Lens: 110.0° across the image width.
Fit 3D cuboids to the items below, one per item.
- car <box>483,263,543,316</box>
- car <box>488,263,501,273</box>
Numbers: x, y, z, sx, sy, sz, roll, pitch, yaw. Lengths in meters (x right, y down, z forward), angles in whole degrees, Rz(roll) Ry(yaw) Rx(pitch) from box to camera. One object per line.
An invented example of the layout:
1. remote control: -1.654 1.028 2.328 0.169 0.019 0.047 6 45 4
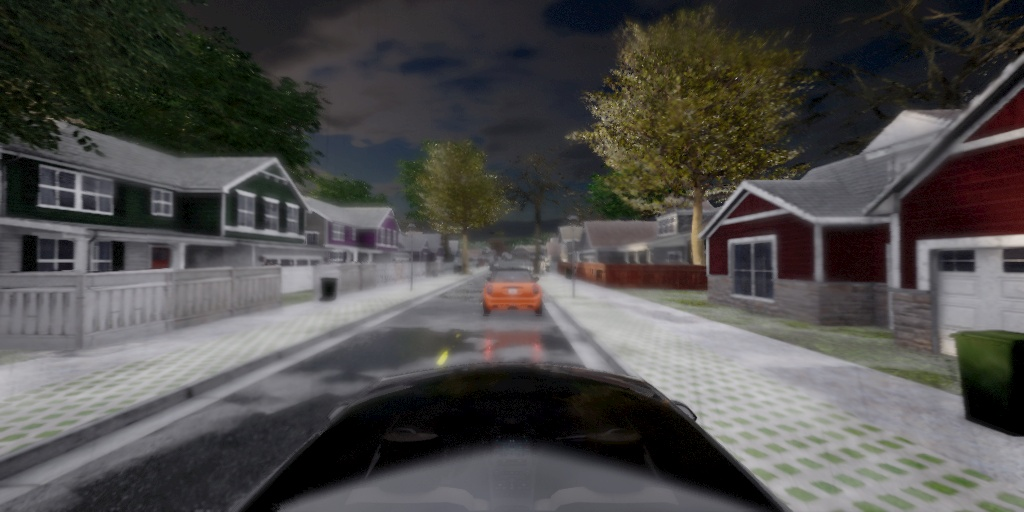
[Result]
1. car: 0.042 1.231 14.221 2.097 1.767 4.553 0 -1 0
2. car: -2.820 1.950 59.481 1.812 1.442 4.674 0 -1 0
